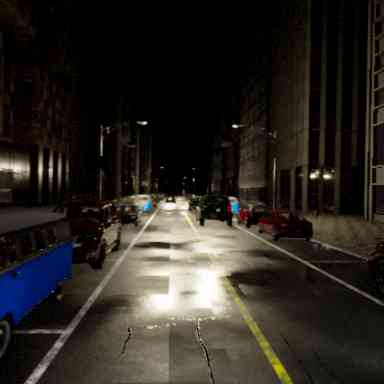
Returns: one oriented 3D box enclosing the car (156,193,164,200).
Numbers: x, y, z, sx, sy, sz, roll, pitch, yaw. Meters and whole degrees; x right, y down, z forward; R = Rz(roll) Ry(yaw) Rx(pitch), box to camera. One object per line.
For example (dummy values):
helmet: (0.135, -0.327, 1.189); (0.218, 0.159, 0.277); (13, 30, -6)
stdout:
car: (-8.077, 1.194, 83.687); (1.967, 1.590, 4.097); (1, 0, -4)

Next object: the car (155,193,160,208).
car: (-5.638, 1.265, 44.497); (1.967, 1.590, 4.097); (1, 0, -4)

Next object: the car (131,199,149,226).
car: (-4.247, 1.431, 22.102); (2.008, 1.369, 4.403); (1, 0, -4)

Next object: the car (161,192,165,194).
car: (-7.731, 1.328, 78.088); (1.947, 1.339, 4.313); (1, 0, -4)

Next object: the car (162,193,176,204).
car: (-3.724, 1.400, 58.180); (2.033, 1.411, 5.357); (1, 0, -4)

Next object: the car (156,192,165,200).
car: (-8.423, 1.061, 89.285); (2.192, 1.841, 5.009); (1, 0, -4)

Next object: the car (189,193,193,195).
car: (0.775, 1.497, 78.623); (2.008, 1.369, 4.403); (1, 0, -4)

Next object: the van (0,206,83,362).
van: (-3.197, 1.265, 5.306); (1.690, 1.788, 3.998); (1, 0, -4)

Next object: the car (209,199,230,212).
car: (3.215, 1.567, 39.436); (1.887, 1.381, 4.507); (1, 0, -4)

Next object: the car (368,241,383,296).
car: (5.310, 1.422, 5.846); (2.192, 1.841, 5.009); (1, 0, -4)

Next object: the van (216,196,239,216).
van: (3.567, 1.377, 33.837); (1.690, 1.788, 3.998); (1, 0, -4)

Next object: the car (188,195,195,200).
car: (-0.271, 1.504, 95.418); (1.802, 1.307, 4.206); (1, 0, -4)

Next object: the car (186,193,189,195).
car: (0.081, 1.370, 89.820); (1.967, 1.590, 4.097); (1, 0, -4)

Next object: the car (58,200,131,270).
car: (-3.545, 1.224, 10.904); (2.192, 1.841, 5.009); (1, 0, -4)

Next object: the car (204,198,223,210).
car: (2.866, 1.574, 45.034); (1.947, 1.339, 4.313); (1, 0, -4)

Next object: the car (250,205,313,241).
car: (4.608, 1.623, 17.043); (1.887, 1.381, 4.507); (1, 0, -4)

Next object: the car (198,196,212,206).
car: (2.159, 1.507, 56.401); (1.752, 1.417, 4.829); (1, 0, -4)

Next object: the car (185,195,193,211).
car: (0.486, 1.455, 39.531); (2.128, 1.511, 4.902); (1, 0, -3)

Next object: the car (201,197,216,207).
car: (2.508, 1.519, 50.802); (1.752, 1.417, 4.829); (1, 0, -4)

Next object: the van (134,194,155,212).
van: (-4.939, 1.193, 33.299); (1.690, 1.788, 3.998); (1, 0, -4)

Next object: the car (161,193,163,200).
car: (-6.674, 1.313, 61.122); (1.752, 1.417, 4.829); (1, 0, -4)

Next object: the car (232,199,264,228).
car: (4.262, 1.504, 22.641); (1.967, 1.590, 4.097); (1, 0, -4)

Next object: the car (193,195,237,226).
car: (1.499, 1.224, 23.509); (2.150, 2.045, 5.566); (1, 0, -3)
